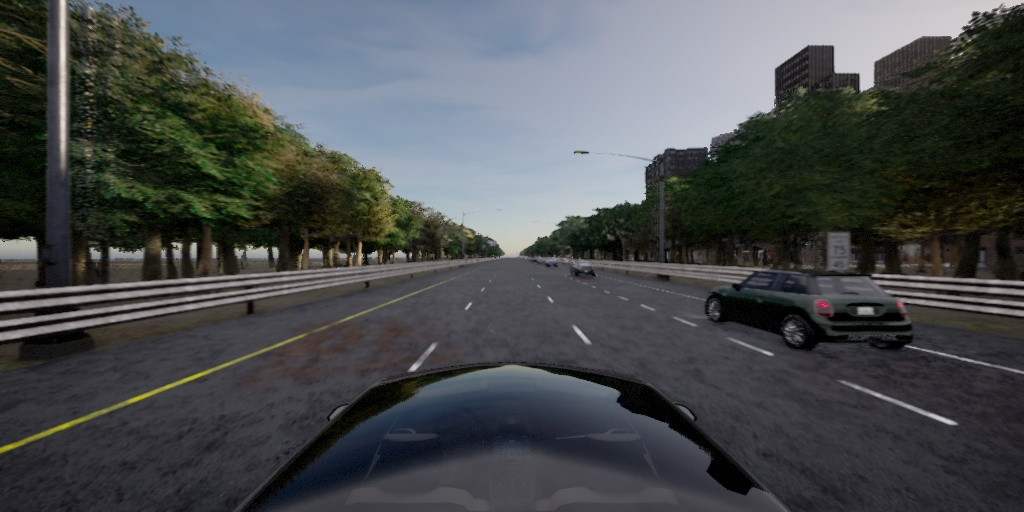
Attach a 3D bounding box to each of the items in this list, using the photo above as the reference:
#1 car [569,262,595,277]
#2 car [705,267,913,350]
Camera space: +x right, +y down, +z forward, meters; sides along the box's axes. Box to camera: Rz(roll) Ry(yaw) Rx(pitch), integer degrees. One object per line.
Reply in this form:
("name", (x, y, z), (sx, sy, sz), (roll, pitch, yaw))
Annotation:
("car", (7.024, 1.288, 36.183), (1.812, 1.442, 4.674), (0, 0, 0))
("car", (7.008, 1.104, 9.228), (2.097, 1.767, 4.553), (0, 0, 0))
